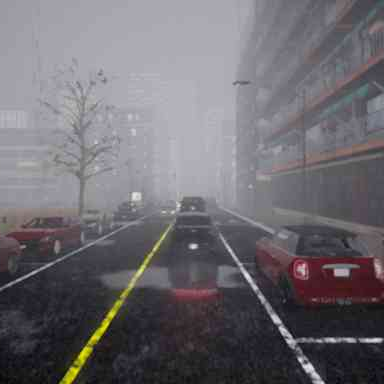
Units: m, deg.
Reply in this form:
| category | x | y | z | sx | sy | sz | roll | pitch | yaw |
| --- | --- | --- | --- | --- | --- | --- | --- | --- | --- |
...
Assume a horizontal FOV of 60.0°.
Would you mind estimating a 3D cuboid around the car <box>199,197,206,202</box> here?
| category | x | y | z | sx | sy | sz | roll | pitch | yaw |
| --- | --- | --- | --- | --- | --- | --- | --- | --- | --- |
| car | 2.758 | 2.038 | 90.054 | 1.802 | 1.307 | 4.206 | 0 | 0 | 0 |

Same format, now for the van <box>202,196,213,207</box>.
| category | x | y | z | sx | sy | sz | roll | pitch | yaw |
| --- | --- | --- | --- | --- | --- | --- | --- | --- | --- |
| van | 2.729 | 1.621 | 57.662 | 1.690 | 1.788 | 3.998 | 0 | 0 | 0 |

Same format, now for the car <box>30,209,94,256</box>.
| category | x | y | z | sx | sy | sz | roll | pitch | yaw |
| --- | --- | --- | --- | --- | --- | --- | --- | --- | --- |
| car | -5.687 | 1.607 | 13.448 | 1.887 | 1.381 | 4.507 | 0 | 0 | 0 |

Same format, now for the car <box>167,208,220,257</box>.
| category | x | y | z | sx | sy | sz | roll | pitch | yaw |
| --- | --- | --- | --- | --- | --- | --- | --- | --- | --- |
| car | 0.072 | 1.563 | 13.213 | 1.837 | 1.490 | 4.892 | 0 | -1 | 0 |

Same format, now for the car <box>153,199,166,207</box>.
| category | x | y | z | sx | sy | sz | roll | pitch | yaw |
| --- | --- | --- | --- | --- | --- | --- | --- | --- | --- |
| car | -5.650 | 1.862 | 57.668 | 1.802 | 1.307 | 4.206 | 0 | 0 | 0 |

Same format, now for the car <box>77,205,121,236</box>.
| category | x | y | z | sx | sy | sz | roll | pitch | yaw |
| --- | --- | --- | --- | --- | --- | --- | --- | --- | --- |
| car | -5.682 | 1.638 | 18.975 | 2.008 | 1.369 | 4.403 | 0 | 0 | 0 |

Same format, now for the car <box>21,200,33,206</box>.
| category | x | y | z | sx | sy | sz | roll | pitch | yaw |
| --- | --- | --- | --- | --- | --- | --- | --- | --- | --- |
| car | -39.110 | 2.482 | 76.916 | 4.206 | 1.307 | 1.802 | -1 | 1 | 0 |

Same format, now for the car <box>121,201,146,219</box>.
| category | x | y | z | sx | sy | sz | roll | pitch | yaw |
| --- | --- | --- | --- | --- | --- | --- | --- | --- | --- |
| car | -5.674 | 1.580 | 30.031 | 1.967 | 1.590 | 4.097 | 0 | 0 | 0 |

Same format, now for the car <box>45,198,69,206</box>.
| category | x | y | z | sx | sy | sz | roll | pitch | yaw |
| --- | --- | --- | --- | --- | --- | --- | --- | --- | --- |
| car | -27.917 | 2.308 | 68.398 | 4.403 | 1.369 | 2.008 | -1 | 1 | 0 |

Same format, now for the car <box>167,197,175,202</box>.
| category | x | y | z | sx | sy | sz | roll | pitch | yaw |
| --- | --- | --- | --- | --- | --- | --- | --- | --- | --- |
| car | -5.623 | 2.023 | 90.073 | 1.947 | 1.339 | 4.313 | 0 | 0 | 0 |

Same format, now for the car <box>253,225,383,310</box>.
| category | x | y | z | sx | sy | sz | roll | pitch | yaw |
| --- | --- | --- | --- | --- | --- | --- | --- | --- | --- |
| car | 2.689 | 1.476 | 7.913 | 1.967 | 1.590 | 4.097 | 0 | 0 | 0 |

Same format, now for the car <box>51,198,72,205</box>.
| category | x | y | z | sx | sy | sz | roll | pitch | yaw |
| --- | --- | --- | --- | --- | --- | --- | --- | --- | --- |
| car | -30.209 | 2.209 | 77.021 | 4.097 | 1.590 | 1.967 | -1 | 1 | 0 |

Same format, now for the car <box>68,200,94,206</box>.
| category | x | y | z | sx | sy | sz | roll | pitch | yaw |
| --- | --- | --- | --- | --- | --- | --- | --- | --- | --- |
| car | -22.347 | 2.227 | 68.434 | 4.403 | 1.369 | 2.008 | -1 | 1 | 0 |

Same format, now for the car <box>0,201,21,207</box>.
| category | x | y | z | sx | sy | sz | roll | pitch | yaw |
| --- | --- | --- | --- | --- | --- | --- | --- | --- | --- |
| car | -38.346 | 2.454 | 68.377 | 4.507 | 1.381 | 1.887 | -1 | 1 | 0 |

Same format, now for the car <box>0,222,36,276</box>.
| category | x | y | z | sx | sy | sz | roll | pitch | yaw |
| --- | --- | --- | --- | --- | --- | --- | --- | --- | --- |
| car | -5.691 | 1.619 | 7.920 | 1.802 | 1.307 | 4.206 | 0 | 0 | 0 |

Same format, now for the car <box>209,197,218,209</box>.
| category | x | y | z | sx | sy | sz | roll | pitch | yaw |
| --- | --- | --- | --- | --- | --- | --- | --- | --- | --- |
| car | 2.722 | 1.767 | 46.605 | 1.887 | 1.381 | 4.507 | 0 | 0 | 0 |

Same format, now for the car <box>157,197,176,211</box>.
| category | x | y | z | sx | sy | sz | roll | pitch | yaw |
| --- | --- | --- | --- | --- | --- | --- | --- | --- | --- |
| car | -3.059 | 1.760 | 44.689 | 2.033 | 1.411 | 5.357 | 0 | 0 | 0 |

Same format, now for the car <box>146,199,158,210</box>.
| category | x | y | z | sx | sy | sz | roll | pitch | yaw |
| --- | --- | --- | --- | --- | --- | --- | --- | --- | --- |
| car | -5.660 | 1.663 | 46.613 | 1.967 | 1.590 | 4.097 | 0 | 0 | 0 |

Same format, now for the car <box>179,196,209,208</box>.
| category | x | y | z | sx | sy | sz | roll | pitch | yaw |
| --- | --- | --- | --- | --- | --- | --- | --- | --- | --- |
| car | 0.088 | 1.356 | 28.554 | 2.150 | 2.045 | 5.566 | 0 | 0 | 0 |
